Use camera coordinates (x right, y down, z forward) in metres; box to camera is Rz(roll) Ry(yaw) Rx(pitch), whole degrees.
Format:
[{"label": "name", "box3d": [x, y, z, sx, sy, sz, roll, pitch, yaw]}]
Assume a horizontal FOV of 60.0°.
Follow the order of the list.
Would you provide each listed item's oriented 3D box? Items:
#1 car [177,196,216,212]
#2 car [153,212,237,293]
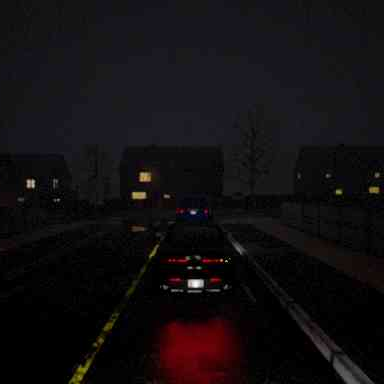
[{"label": "car", "box3d": [0.316, 1.273, 21.317, 2.150, 2.045, 5.566, 0, 0, 5]}, {"label": "car", "box3d": [0.055, 1.524, 8.897, 1.837, 1.490, 4.892, 0, 0, 0]}]
